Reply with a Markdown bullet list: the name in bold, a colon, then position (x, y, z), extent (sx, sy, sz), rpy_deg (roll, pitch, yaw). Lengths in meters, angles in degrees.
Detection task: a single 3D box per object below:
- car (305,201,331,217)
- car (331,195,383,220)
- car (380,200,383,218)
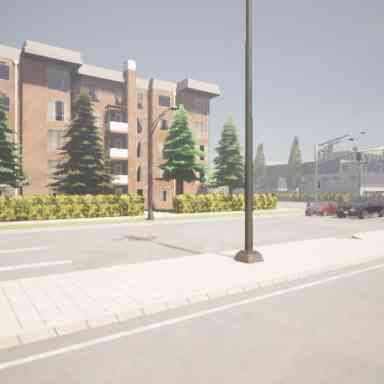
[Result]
- **car**: position (12.661, 1.558, 31.551), extent (4.674, 1.442, 1.812), rpy_deg (0, 0, -37)
- **car**: position (14.747, 1.325, 28.740), extent (5.566, 2.045, 2.150), rpy_deg (0, 0, -37)
- **car**: position (16.881, 1.558, 25.966), extent (4.674, 1.442, 1.812), rpy_deg (0, 0, -37)
